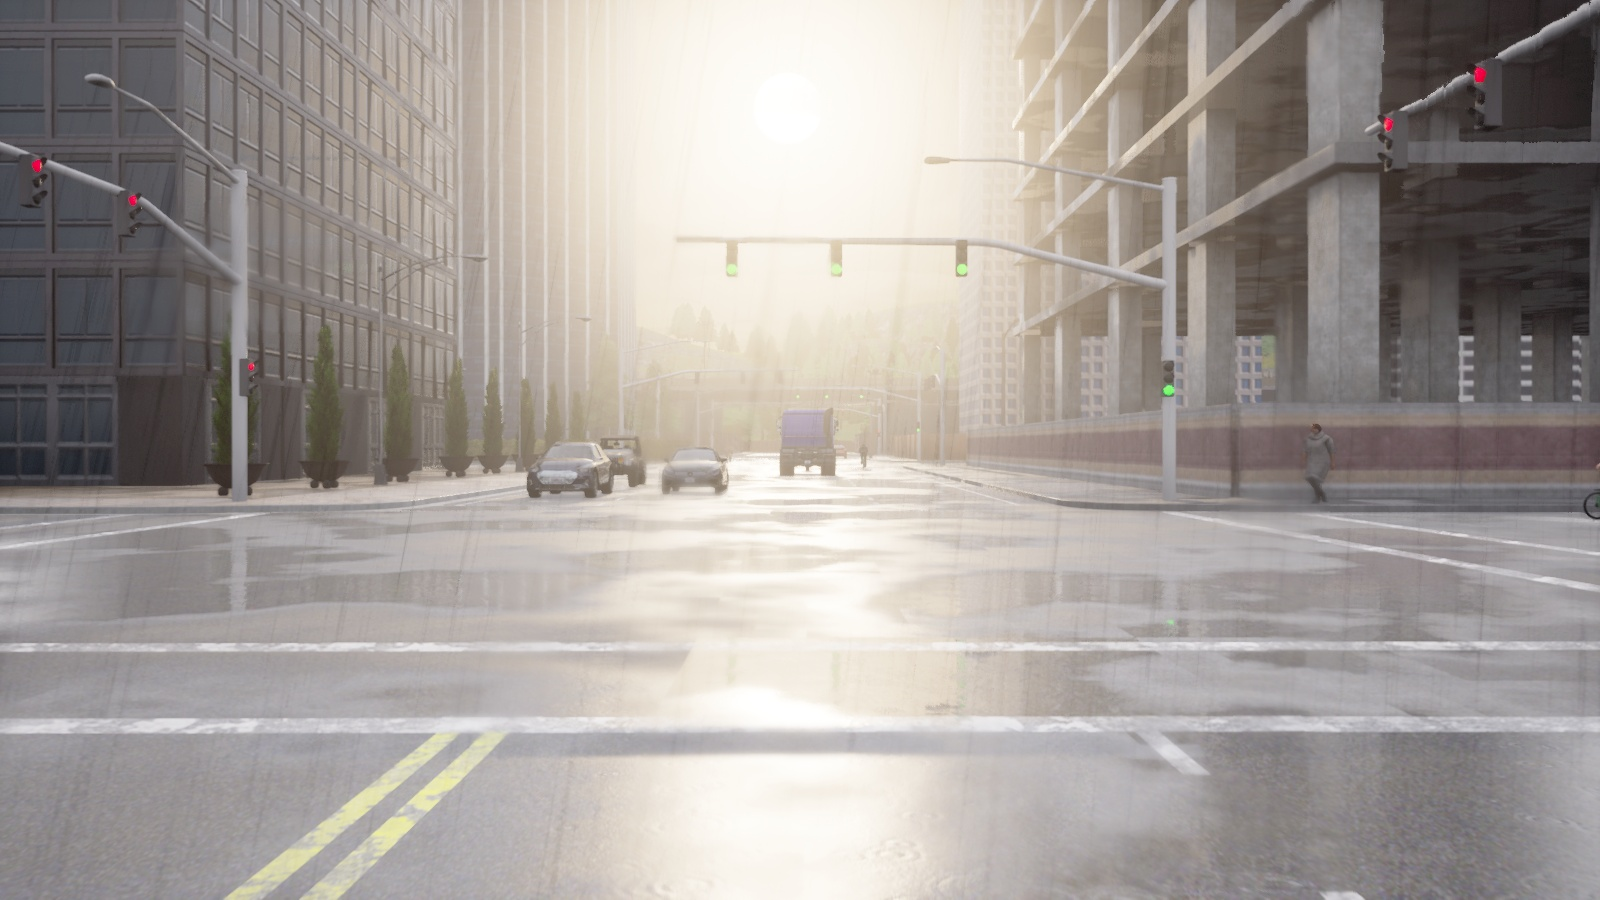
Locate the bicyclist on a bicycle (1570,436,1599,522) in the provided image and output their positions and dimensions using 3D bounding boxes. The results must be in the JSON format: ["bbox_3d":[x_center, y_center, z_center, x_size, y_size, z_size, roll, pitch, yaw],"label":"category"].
[{"bbox_3d":[15.732,0.551,23.985,1.509,1.612,0.866,0,0,0],"label":"bicyclist on a bicycle"}]

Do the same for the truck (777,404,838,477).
[{"bbox_3d":[0.383,-0.475,64.083,2.891,3.462,7.936,0,0,0],"label":"truck"}]

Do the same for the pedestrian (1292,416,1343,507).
[{"bbox_3d":[11.332,0.252,27.487,0.873,1.952,0.659,0,0,-34],"label":"pedestrian"}]

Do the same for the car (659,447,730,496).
[{"bbox_3d":[-3.258,0.622,39.608,1.812,1.442,4.674,0,0,0],"label":"car"}]

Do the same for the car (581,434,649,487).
[{"bbox_3d":[-6.721,0.365,46.039,1.905,1.878,3.866,0,0,0],"label":"car"}]

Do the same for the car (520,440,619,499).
[{"bbox_3d":[-6.770,0.531,37.377,2.033,1.649,4.856,0,0,0],"label":"car"}]
